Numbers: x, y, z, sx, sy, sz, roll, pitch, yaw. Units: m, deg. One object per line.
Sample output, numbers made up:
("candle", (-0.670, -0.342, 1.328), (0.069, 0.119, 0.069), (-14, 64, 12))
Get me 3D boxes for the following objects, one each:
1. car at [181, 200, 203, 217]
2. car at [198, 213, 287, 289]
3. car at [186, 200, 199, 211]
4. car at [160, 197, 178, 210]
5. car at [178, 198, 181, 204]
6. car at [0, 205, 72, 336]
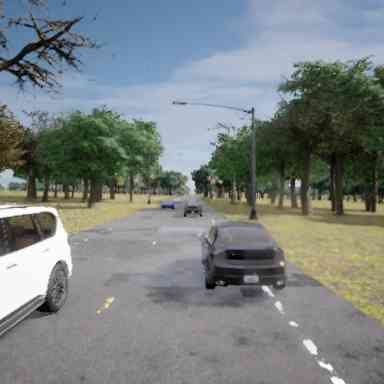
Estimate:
("car", (0.095, 1.753, 34.684), (1.837, 1.490, 4.892), (0, 0, 0))
("car", (1.231, 1.570, 9.301), (1.837, 1.490, 4.892), (0, 0, 0))
("car", (0.074, 1.862, 47.074), (1.812, 1.442, 4.674), (0, 0, 1))
("car", (-3.554, 1.827, 49.120), (1.882, 1.535, 5.008), (0, 0, 0))
("car", (-3.437, 2.057, 80.033), (1.812, 1.442, 4.674), (0, 0, 0))
("car", (-3.597, 1.255, 4.835), (2.150, 2.045, 5.566), (0, 0, 0))
